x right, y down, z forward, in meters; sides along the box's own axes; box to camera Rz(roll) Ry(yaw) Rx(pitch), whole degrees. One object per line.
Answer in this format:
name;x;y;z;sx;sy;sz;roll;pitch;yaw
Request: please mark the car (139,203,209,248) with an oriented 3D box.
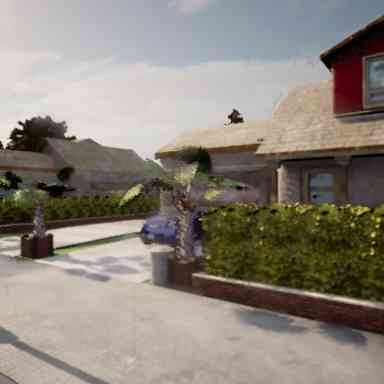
car;-0.413;1.204;12.839;1.845;1.501;3.633;0;0;33
